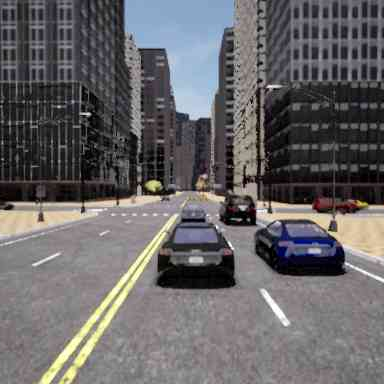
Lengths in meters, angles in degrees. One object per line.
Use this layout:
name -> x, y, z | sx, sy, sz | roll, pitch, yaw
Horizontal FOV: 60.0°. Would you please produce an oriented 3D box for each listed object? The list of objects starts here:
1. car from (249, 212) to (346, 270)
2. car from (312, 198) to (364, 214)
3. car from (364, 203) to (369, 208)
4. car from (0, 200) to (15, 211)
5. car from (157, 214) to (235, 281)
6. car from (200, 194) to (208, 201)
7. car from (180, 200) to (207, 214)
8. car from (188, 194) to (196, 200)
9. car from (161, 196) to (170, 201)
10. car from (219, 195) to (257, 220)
car -> 3.345, 1.581, 11.082 | 1.994, 1.385, 4.181 | 0, 0, 0
car -> 16.186, 1.585, 37.752 | 5.009, 1.841, 2.192 | 0, 0, 1
car -> 21.791, 1.723, 46.041 | 4.829, 1.417, 1.752 | 0, 0, 1
car -> -22.741, 1.493, 38.265 | 4.313, 1.339, 1.947 | 1, 0, 1
car -> 0.096, 1.579, 9.871 | 1.994, 1.385, 4.181 | 0, 0, 0
car -> 3.214, 1.554, 88.536 | 1.882, 1.535, 5.008 | 0, 0, 0
car -> 0.092, 1.582, 24.683 | 2.033, 1.411, 5.357 | 0, 0, 0
car -> -0.037, 1.554, 88.535 | 1.882, 1.535, 5.008 | 0, 0, 0
car -> -6.535, 1.636, 82.517 | 1.994, 1.385, 4.181 | 0, 0, 0
car -> 3.365, 1.256, 25.119 | 2.150, 2.045, 5.566 | 0, 0, -2
